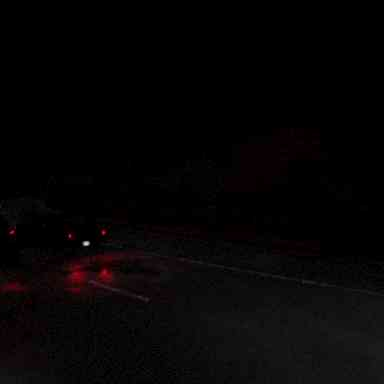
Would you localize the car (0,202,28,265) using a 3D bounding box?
[{"bbox_3d":[-7.177,1.273,10.363,4.553,1.767,2.097,1,0,43],"label":"car"}]

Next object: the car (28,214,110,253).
[{"bbox_3d":[-5.367,1.525,13.396,4.718,1.301,1.895,1,0,44],"label":"car"}]
